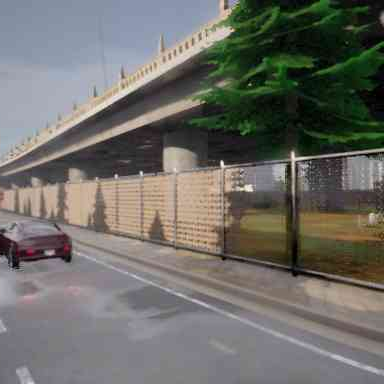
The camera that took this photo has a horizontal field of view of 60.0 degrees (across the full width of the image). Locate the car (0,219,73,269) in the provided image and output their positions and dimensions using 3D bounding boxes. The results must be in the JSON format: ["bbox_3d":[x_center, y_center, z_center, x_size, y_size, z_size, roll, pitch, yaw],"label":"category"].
[{"bbox_3d":[-5.714,1.698,11.937,1.812,1.442,4.674,0,-1,-37],"label":"car"}]
